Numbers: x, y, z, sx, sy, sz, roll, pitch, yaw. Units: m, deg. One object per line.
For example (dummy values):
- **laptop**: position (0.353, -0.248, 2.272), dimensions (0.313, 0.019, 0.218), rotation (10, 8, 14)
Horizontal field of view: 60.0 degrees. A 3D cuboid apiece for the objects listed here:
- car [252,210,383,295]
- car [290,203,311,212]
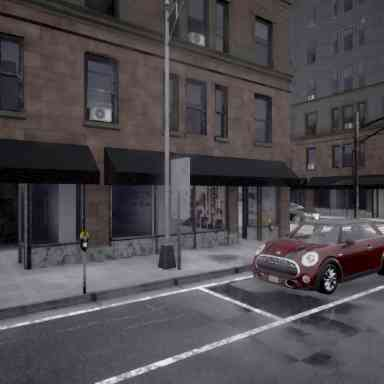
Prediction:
- **car**: position (3.464, 1.440, 8.670), dimensions (4.097, 1.590, 1.967), rotation (0, 0, -36)
- **car**: position (7.071, 1.537, 24.623), dimensions (2.128, 1.511, 4.902), rotation (0, 0, -35)
